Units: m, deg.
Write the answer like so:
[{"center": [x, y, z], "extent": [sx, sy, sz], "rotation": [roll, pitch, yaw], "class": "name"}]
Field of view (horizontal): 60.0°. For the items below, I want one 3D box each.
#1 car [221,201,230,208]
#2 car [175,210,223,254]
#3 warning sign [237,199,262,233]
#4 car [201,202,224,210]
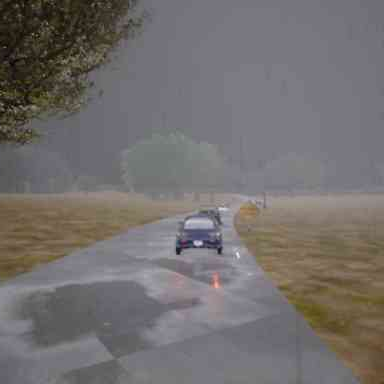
[{"center": [7.015, 2.699, 71.635], "extent": [2.128, 1.511, 4.902], "rotation": [0, -1, 16], "class": "car"}, {"center": [0.352, 1.706, 14.290], "extent": [1.812, 1.442, 4.674], "rotation": [0, -1, 3], "class": "car"}, {"center": [3.331, 1.384, 19.313], "extent": [1.300, 1.860, 1.060], "rotation": [1, 0, 4], "class": "warning sign"}, {"center": [1.576, 1.942, 29.059], "extent": [1.837, 1.490, 4.892], "rotation": [0, -1, 7], "class": "car"}]
